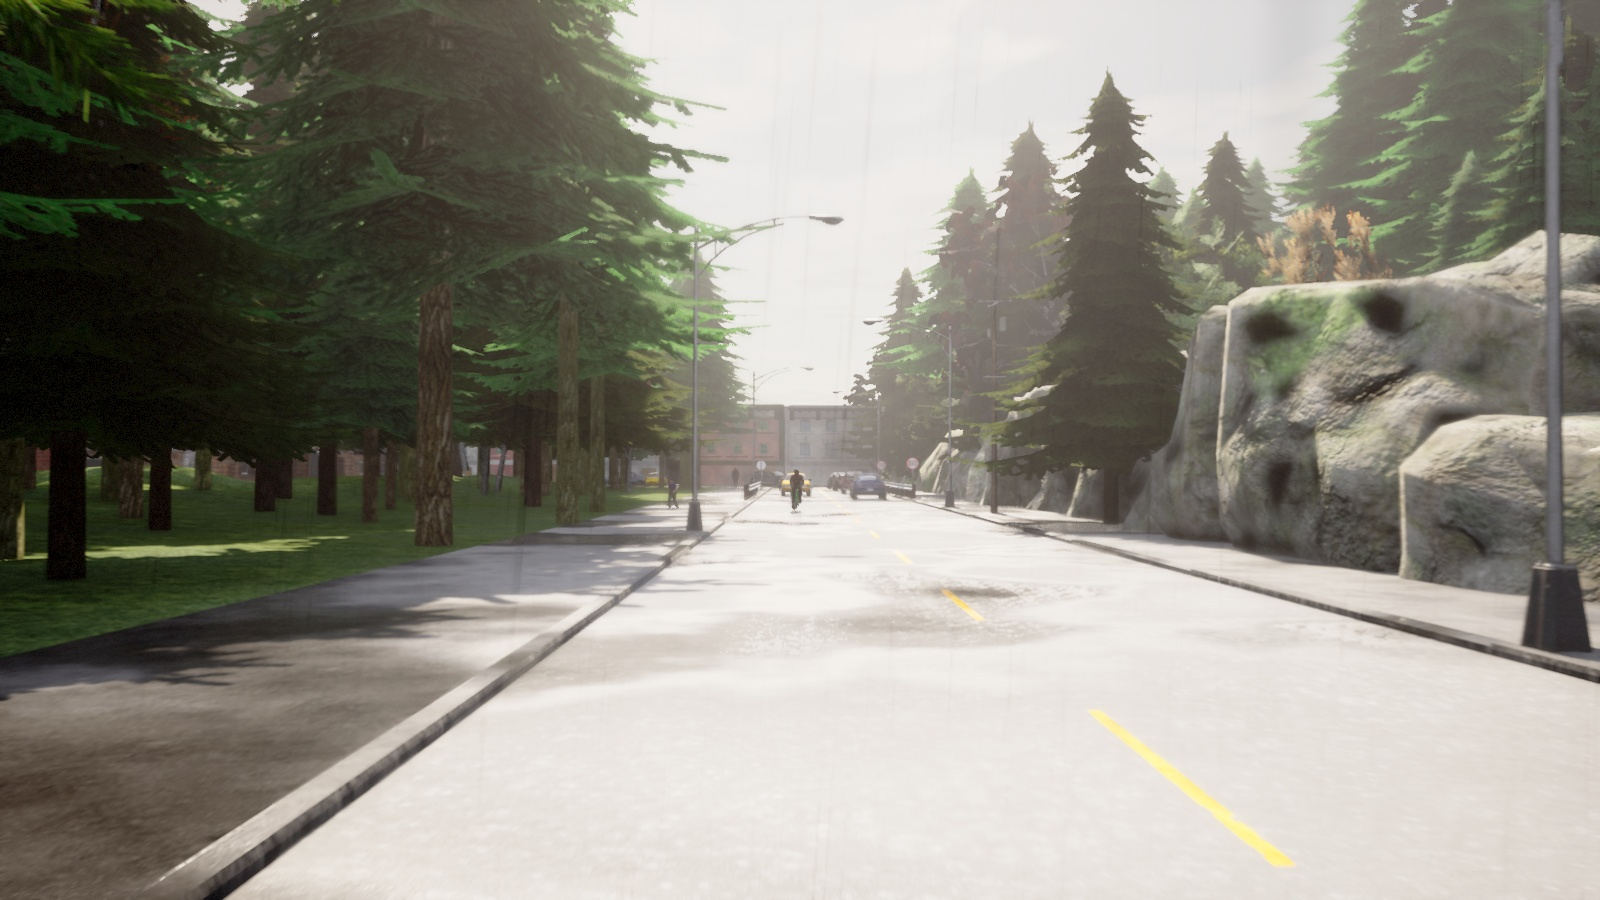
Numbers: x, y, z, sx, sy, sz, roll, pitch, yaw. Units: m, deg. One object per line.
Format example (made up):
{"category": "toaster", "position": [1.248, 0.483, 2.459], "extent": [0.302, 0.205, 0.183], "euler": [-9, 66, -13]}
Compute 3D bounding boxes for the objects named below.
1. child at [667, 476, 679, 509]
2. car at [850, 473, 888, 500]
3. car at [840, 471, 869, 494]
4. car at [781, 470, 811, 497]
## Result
{"category": "child", "position": [-4.844, 1.625, 47.890], "extent": [0.270, 1.263, 0.437], "euler": [-1, -1, 19]}
{"category": "car", "position": [3.819, 2.002, 70.298], "extent": [1.812, 1.442, 4.674], "euler": [0, -1, 0]}
{"category": "car", "position": [3.715, 2.220, 86.117], "extent": [1.789, 1.549, 3.705], "euler": [0, -1, 0]}
{"category": "car", "position": [-0.235, 2.069, 78.554], "extent": [1.801, 1.575, 5.366], "euler": [0, -1, 0]}
